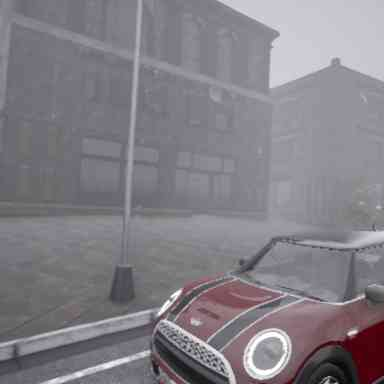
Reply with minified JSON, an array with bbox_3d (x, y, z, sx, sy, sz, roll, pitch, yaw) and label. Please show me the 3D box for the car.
[{"bbox_3d":[1.727,1.372,4.518,4.553,1.767,2.097,1,0,-35],"label":"car"}]
